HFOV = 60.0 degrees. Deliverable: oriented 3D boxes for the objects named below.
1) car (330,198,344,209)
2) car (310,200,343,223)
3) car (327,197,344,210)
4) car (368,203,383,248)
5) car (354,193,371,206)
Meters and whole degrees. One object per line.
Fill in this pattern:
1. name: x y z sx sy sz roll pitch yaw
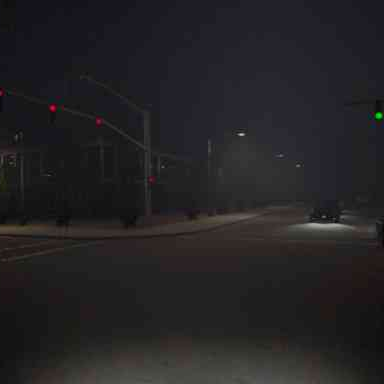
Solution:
1. car: 14.504 1.555 34.590 1.812 1.442 4.674 -1 -1 26
2. car: 10.304 1.587 25.702 1.994 1.385 4.181 -1 -1 25
3. car: 18.952 1.511 43.896 1.882 1.535 5.008 -1 -1 25
4. car: 8.832 1.423 13.926 2.128 1.511 4.902 -1 -1 25
5. car: 27.761 1.180 54.180 2.150 2.045 5.566 -1 -1 25
